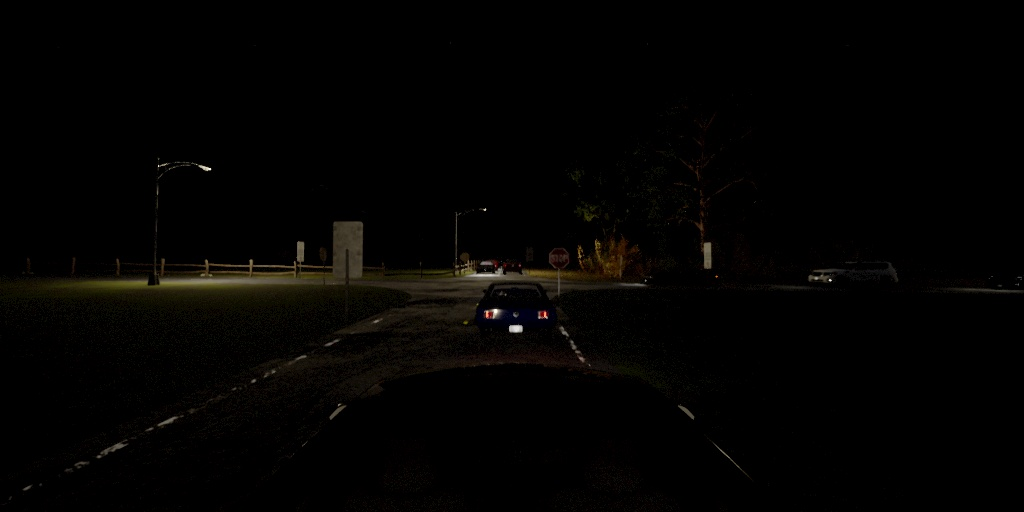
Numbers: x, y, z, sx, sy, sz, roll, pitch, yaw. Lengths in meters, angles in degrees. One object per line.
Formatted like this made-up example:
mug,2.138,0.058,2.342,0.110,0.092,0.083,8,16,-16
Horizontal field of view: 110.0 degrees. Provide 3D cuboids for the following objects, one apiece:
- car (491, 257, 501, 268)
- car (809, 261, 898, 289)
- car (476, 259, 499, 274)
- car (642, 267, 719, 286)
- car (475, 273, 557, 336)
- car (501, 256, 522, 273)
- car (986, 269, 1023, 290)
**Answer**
car,-2.922,1.254,49.842,1.882,1.535,5.008,0,0,0
car,26.337,1.412,27.759,5.566,2.045,2.150,1,-1,0
car,-2.914,1.331,41.119,1.994,1.385,4.181,0,0,0
car,12.936,1.539,27.621,5.357,1.411,2.033,1,-1,-2
car,0.090,1.352,10.320,1.895,1.301,4.718,0,0,0
car,0.042,1.119,41.223,2.097,1.767,4.553,0,0,-1
car,40.115,1.750,27.847,4.553,1.767,2.097,1,-1,0
